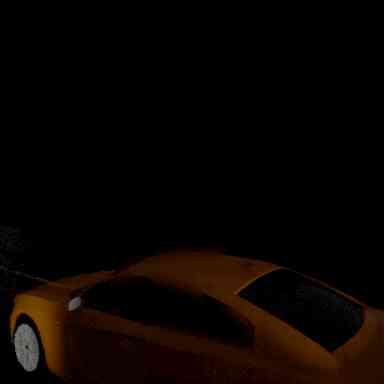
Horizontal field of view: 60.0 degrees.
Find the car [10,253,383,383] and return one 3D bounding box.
[{"bbox_3d":[-0.120,1.460,3.771,5.008,1.535,1.882,0,0,36],"label":"car"}]
